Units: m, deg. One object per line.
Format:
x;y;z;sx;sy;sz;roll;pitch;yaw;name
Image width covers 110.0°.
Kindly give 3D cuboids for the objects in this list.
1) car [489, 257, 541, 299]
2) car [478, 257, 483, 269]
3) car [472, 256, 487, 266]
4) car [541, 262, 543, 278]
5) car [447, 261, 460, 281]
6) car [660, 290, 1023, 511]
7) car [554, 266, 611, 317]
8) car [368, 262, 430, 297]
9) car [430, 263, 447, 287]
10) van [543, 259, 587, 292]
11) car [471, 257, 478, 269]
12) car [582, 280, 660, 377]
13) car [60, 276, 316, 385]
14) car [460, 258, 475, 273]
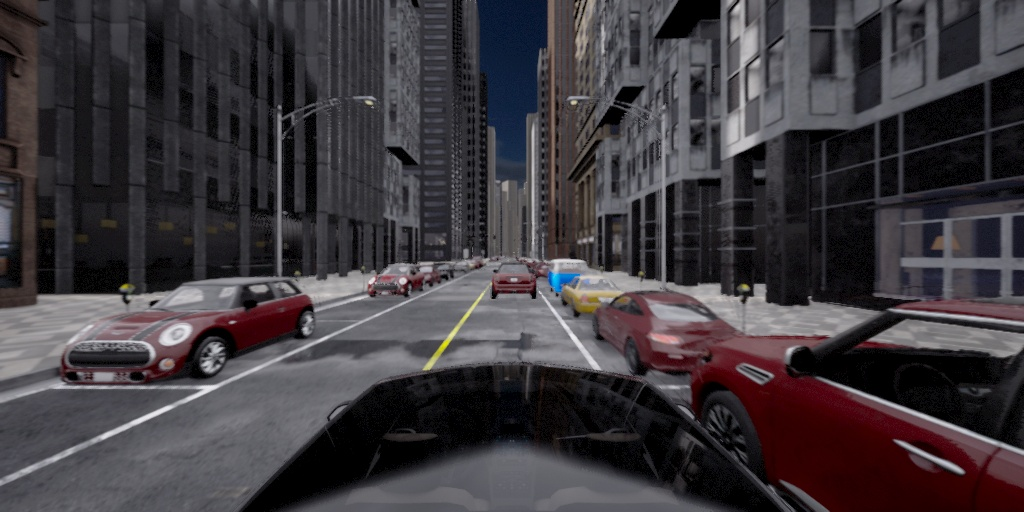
0.098;1.065;18.035;2.097;1.767;4.553;0;0;0;car
-5.762;1.187;51.866;1.888;1.381;4.507;0;0;0;car
-5.762;0.946;57.468;2.192;1.841;5.009;0;0;0;car
2.763;1.270;29.476;1.802;1.307;4.207;0;0;0;car
-5.762;1.254;29.459;1.948;1.339;4.313;0;0;0;car
2.763;1.065;1.465;2.192;1.841;5.009;0;0;0;car
2.763;1.251;12.839;1.751;1.417;4.829;0;0;0;car
-5.762;1.152;18.256;1.967;1.591;4.097;0;0;0;car
-5.762;1.282;23.857;1.802;1.307;4.207;0;0;0;car
2.763;1.054;18.271;1.690;1.789;3.998;0;0;0;van
-5.762;1.179;46.094;1.751;1.417;4.829;0;0;0;car
2.763;1.320;7.068;1.802;1.307;4.207;0;0;0;car
-5.762;1.177;7.053;1.967;1.591;4.097;0;0;0;car
-5.762;1.215;40.663;2.007;1.370;4.403;0;0;0;car
